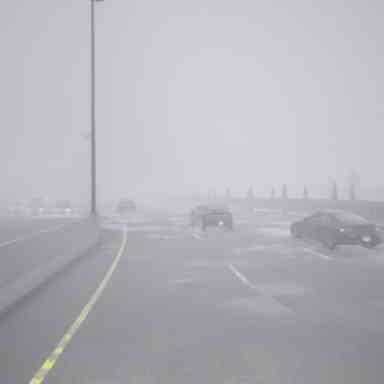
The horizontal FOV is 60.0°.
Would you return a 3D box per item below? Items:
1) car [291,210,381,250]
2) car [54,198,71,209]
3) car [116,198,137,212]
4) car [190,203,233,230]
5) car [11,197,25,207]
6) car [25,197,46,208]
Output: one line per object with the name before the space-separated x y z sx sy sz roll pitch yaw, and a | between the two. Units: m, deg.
car | 5.873 1.482 14.042 1.812 1.442 4.674 0 0 -8
car | -17.643 1.527 45.477 1.812 1.442 4.674 0 0 -19
car | -7.482 1.464 37.801 2.128 1.511 4.902 0 0 -18
car | 1.112 1.470 20.755 1.837 1.490 4.892 0 0 -12
car | -27.644 1.554 53.252 1.812 1.442 4.674 0 0 -18
car | -21.959 1.520 47.320 1.837 1.490 4.892 0 0 -18
